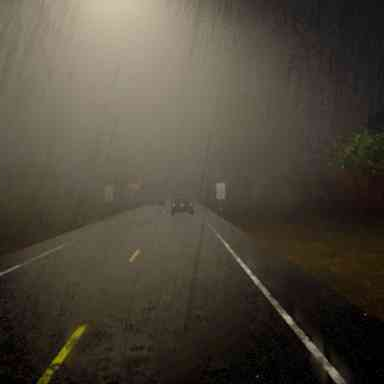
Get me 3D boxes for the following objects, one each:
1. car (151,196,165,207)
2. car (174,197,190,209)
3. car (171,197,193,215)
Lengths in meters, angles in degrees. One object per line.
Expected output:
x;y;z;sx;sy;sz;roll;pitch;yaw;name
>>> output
-4.967;1.280;48.701;1.882;1.535;5.008;-1;0;-2;car
-1.327;1.458;45.310;2.033;1.411;5.357;-1;0;-1;car
-0.972;1.273;33.263;2.097;1.767;4.553;-1;0;-2;car
